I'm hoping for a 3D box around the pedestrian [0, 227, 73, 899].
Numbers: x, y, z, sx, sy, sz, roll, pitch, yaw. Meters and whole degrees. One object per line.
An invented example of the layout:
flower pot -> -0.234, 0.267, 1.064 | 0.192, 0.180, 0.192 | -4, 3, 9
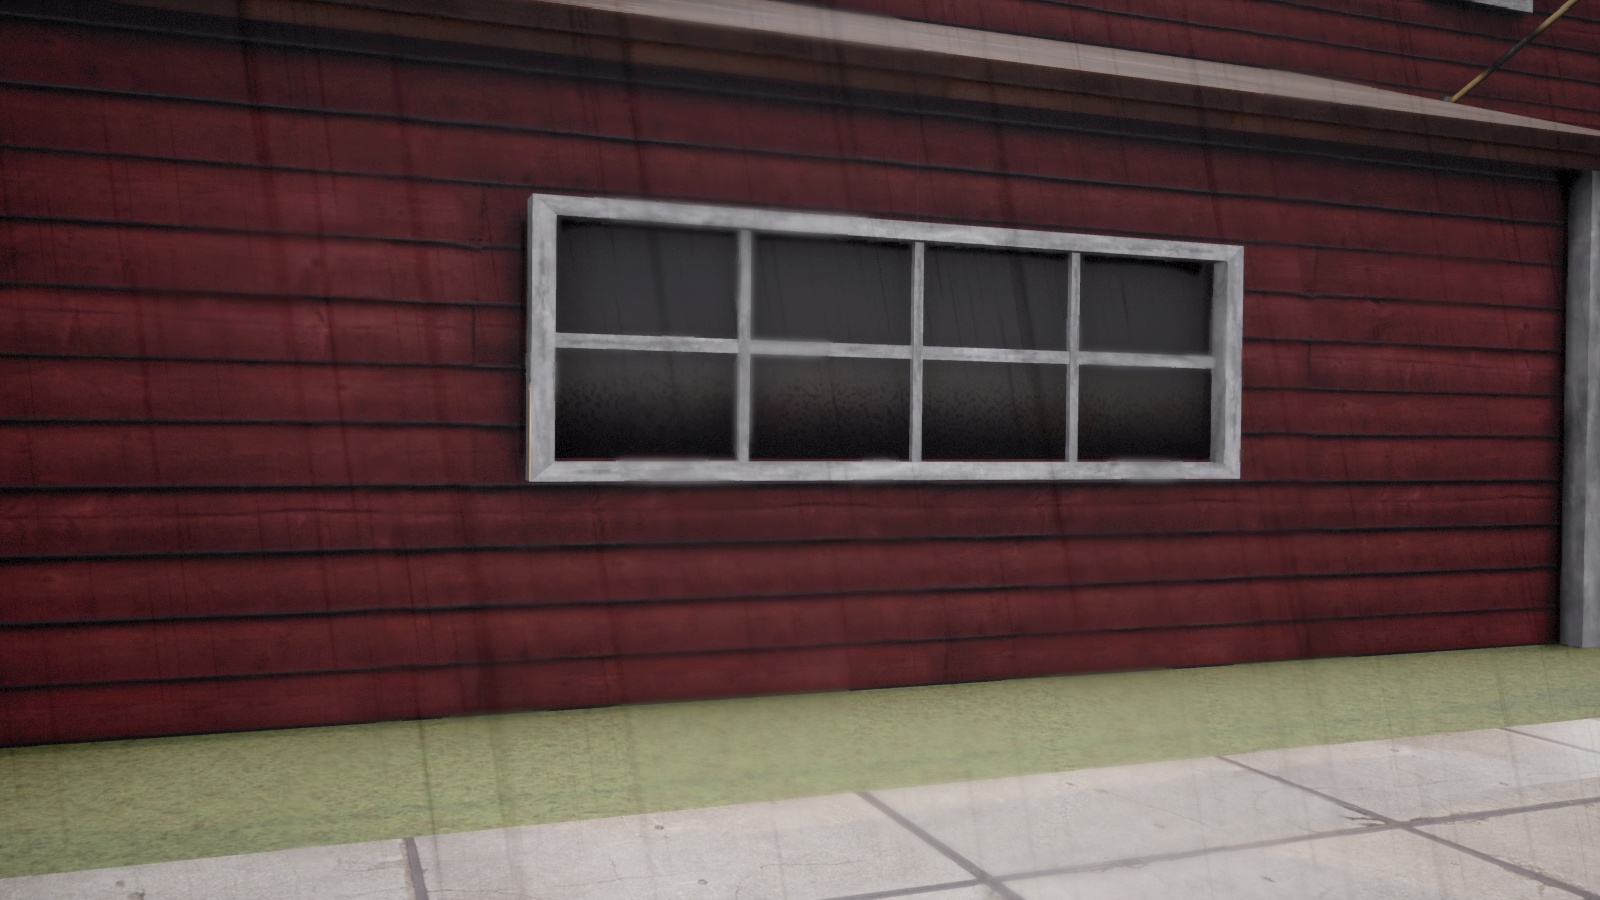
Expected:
pedestrian -> -2.392, 0.434, 3.184 | 0.873, 1.952, 0.659 | -1, 1, -35
